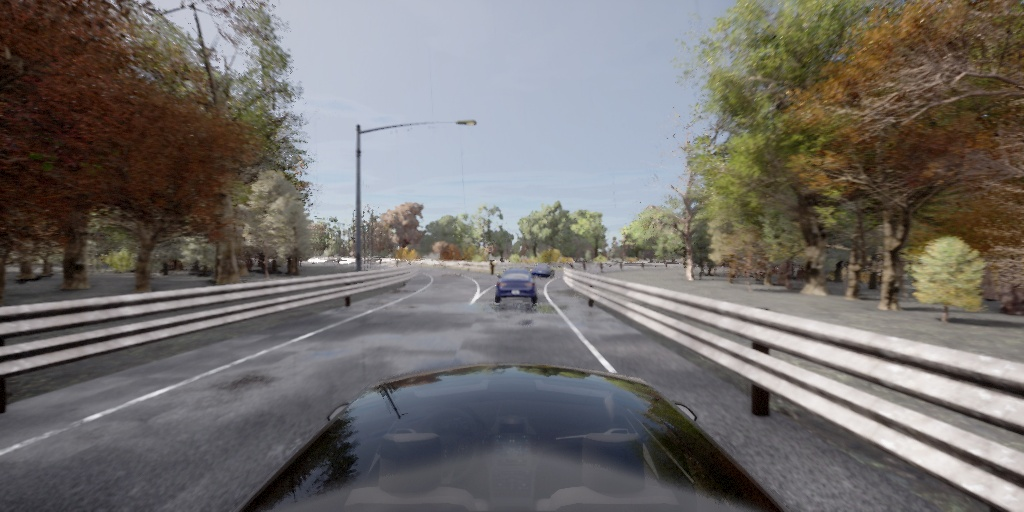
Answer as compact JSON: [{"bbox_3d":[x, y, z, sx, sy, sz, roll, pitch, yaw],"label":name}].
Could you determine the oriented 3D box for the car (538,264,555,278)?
[{"bbox_3d":[3.337,1.579,37.973,1.994,1.385,4.181,0,0,15],"label":"car"}]

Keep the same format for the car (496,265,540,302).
[{"bbox_3d":[0.258,1.341,17.207,1.812,1.442,4.674,0,0,3],"label":"car"}]
